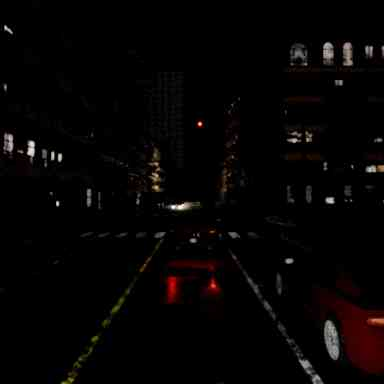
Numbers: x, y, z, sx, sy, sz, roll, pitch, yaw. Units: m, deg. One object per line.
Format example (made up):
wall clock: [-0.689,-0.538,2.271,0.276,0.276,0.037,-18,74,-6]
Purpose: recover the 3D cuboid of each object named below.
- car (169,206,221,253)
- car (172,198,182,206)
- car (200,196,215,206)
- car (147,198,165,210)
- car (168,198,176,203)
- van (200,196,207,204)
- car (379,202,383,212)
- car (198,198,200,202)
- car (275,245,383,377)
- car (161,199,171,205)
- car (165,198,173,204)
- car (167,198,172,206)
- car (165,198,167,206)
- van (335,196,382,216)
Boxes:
car: [0.215,1.581,14.218,1.882,1.535,5.008,0,0,4]
car: [-2.933,2.104,66.487,1.895,1.301,4.718,0,0,0]
car: [2.742,1.851,54.711,1.967,1.590,4.097,-1,0,0]
car: [-5.643,1.918,49.197,2.008,1.369,4.403,0,0,0]
car: [-5.595,2.310,93.419,1.802,1.307,4.206,-1,0,0]
van: [2.771,1.977,82.350,1.690,1.788,3.998,-1,0,0]
car: [15.788,1.496,22.897,4.313,1.339,1.947,-1,1,-1]
car: [2.761,2.095,71.293,2.008,1.369,4.403,-1,0,0]
car: [2.689,1.587,5.713,1.887,1.381,4.507,0,0,0]
car: [-5.620,2.126,71.308,1.802,1.307,4.206,-1,0,0]
car: [-5.608,2.159,82.194,1.752,1.417,4.829,-1,0,0]
car: [-5.627,1.940,65.781,1.967,1.590,4.097,-1,0,0]
car: [-5.637,1.977,54.724,1.947,1.339,4.313,0,0,0]
van: [15.676,1.263,31.273,3.998,1.788,1.690,-1,1,-1]
